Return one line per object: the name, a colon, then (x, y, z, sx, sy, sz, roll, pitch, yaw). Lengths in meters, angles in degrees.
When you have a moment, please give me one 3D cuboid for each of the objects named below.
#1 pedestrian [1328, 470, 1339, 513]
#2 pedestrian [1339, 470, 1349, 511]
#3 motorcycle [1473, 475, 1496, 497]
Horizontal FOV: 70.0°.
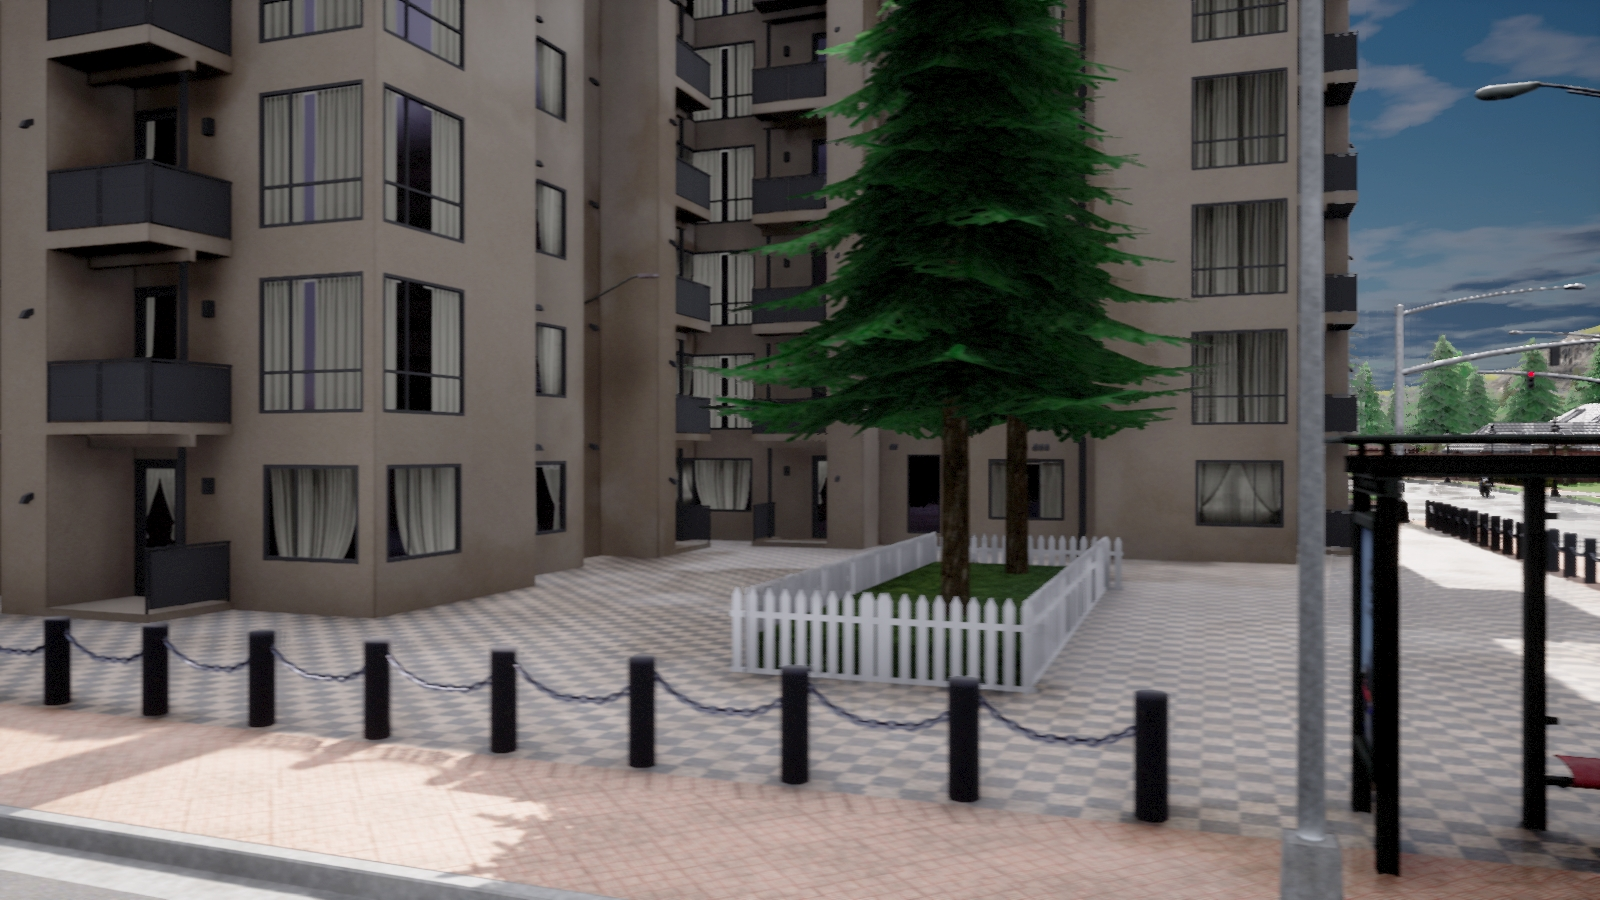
pedestrian: (23.294, 1.828, 49.882, 0.375, 1.860, 0.375, 0, 0, 18)
pedestrian: (24.543, 1.828, 51.559, 0.375, 1.860, 0.375, 0, 0, 17)
motorcycle: (40.597, 2.143, 67.757, 0.803, 1.217, 2.033, 0, 0, 21)
